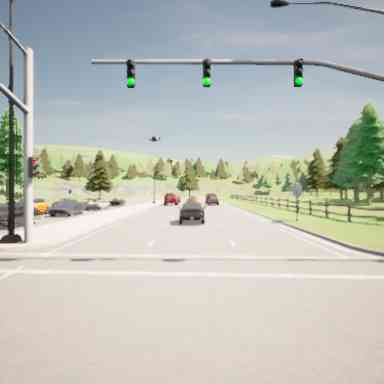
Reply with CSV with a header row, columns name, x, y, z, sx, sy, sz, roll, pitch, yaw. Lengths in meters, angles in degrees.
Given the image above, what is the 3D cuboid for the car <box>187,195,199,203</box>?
name,x,y,z,sx,sy,sz,roll,pitch,yaw
car,0.253,1.416,65.679,2.128,1.511,4.902,0,0,2

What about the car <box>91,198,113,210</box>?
name,x,y,z,sx,sy,sz,roll,pitch,yaw
car,-11.581,1.555,40.905,1.895,1.301,4.718,0,0,1

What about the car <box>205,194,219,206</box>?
name,x,y,z,sx,sy,sz,roll,pitch,yaw
car,3.532,1.485,54.993,2.033,1.411,5.357,0,0,1

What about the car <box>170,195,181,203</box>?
name,x,y,z,sx,sy,sz,roll,pitch,yaw
car,-3.246,1.401,65.771,1.882,1.535,5.008,0,0,2

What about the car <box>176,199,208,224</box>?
name,x,y,z,sx,sy,sz,roll,pitch,yaw
car,-0.002,1.476,24.390,1.837,1.490,4.892,0,0,0

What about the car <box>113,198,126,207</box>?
name,x,y,z,sx,sy,sz,roll,pitch,yaw
car,-11.501,1.543,51.097,1.895,1.301,4.718,0,0,0

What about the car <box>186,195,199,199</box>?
name,x,y,z,sx,sy,sz,roll,pitch,yaw
car,0.036,1.415,55.409,1.882,1.535,5.008,0,0,1

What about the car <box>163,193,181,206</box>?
name,x,y,z,sx,sy,sz,roll,pitch,yaw
car,-3.468,1.159,55.026,2.150,2.045,5.566,0,0,1

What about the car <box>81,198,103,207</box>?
name,x,y,z,sx,sy,sz,roll,pitch,yaw
car,-15.001,1.545,49.941,1.895,1.301,4.718,0,0,0

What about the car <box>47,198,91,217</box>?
name,x,y,z,sx,sy,sz,roll,pitch,yaw
car,-11.601,1.512,31.320,2.033,1.411,5.357,0,0,0

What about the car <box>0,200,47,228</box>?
name,x,y,z,sx,sy,sz,roll,pitch,yaw
car,-11.601,1.481,21.582,1.837,1.490,4.892,0,0,0

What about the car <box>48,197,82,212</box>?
name,x,y,z,sx,sy,sz,roll,pitch,yaw
car,-15.076,1.447,39.798,2.128,1.511,4.902,0,0,0

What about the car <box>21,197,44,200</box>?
name,x,y,z,sx,sy,sz,roll,pitch,yaw
car,-15.096,1.317,30.920,2.097,1.767,4.553,0,0,0
